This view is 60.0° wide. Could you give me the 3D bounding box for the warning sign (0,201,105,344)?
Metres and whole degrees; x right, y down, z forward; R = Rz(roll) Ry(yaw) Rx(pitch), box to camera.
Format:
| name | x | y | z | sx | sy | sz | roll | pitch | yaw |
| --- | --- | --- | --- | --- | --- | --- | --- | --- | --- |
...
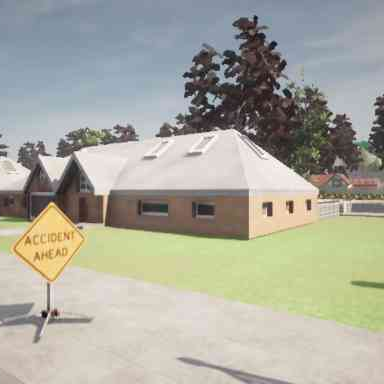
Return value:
| name | x | y | z | sx | sy | sz | roll | pitch | yaw |
| --- | --- | --- | --- | --- | --- | --- | --- | --- | --- |
| warning sign | -2.248 | 1.099 | 5.288 | 1.060 | 1.860 | 1.300 | 0 | 0 | 35 |
